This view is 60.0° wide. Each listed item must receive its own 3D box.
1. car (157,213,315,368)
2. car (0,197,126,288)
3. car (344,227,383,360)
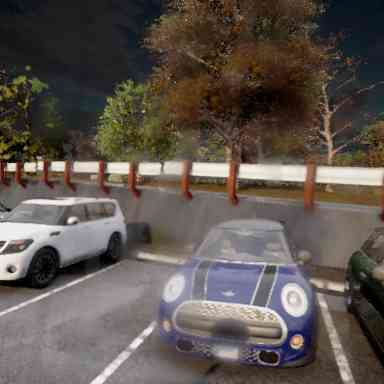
[{"bbox_3d":[1.014,1.348,6.155,2.185,1.767,4.553,1,0,16],"label":"car"},{"bbox_3d":[-3.911,1.191,9.614,2.435,2.045,5.566,1,0,16],"label":"car"},{"bbox_3d":[3.480,1.363,4.400,2.185,1.767,4.553,1,0,16],"label":"car"}]
